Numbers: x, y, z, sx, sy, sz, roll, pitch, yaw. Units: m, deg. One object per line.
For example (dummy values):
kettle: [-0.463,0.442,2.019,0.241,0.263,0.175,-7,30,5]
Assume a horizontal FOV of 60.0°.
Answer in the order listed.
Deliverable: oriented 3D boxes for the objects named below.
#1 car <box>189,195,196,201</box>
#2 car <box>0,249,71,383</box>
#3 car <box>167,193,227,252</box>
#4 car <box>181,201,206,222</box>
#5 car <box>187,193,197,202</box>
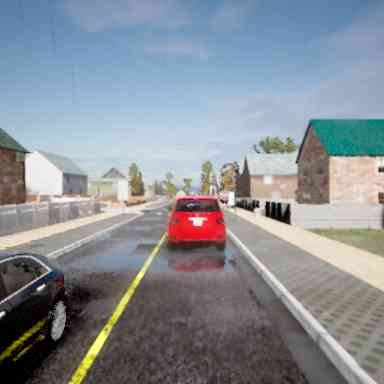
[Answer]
car: [0.025,1.565,90.689,1.837,1.490,4.892,0,-1,0]
car: [-2.849,1.492,3.473,1.837,1.490,4.892,0,0,0]
car: [0.119,1.180,14.011,2.150,2.045,5.566,0,-1,-2]
car: [0.096,1.480,26.387,1.812,1.442,4.674,0,0,0]
car: [0.022,1.361,79.460,2.150,2.045,5.566,0,0,0]
